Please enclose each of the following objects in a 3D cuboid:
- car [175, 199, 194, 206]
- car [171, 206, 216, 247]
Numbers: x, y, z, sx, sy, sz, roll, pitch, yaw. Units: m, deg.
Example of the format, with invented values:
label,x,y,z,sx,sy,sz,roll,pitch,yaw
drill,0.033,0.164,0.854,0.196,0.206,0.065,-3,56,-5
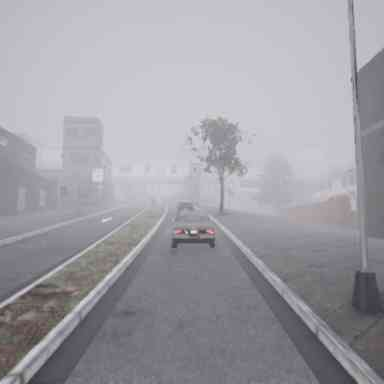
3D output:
label,x,y,z,sx,sy,sz,roll,pitch,yaw
car,-0.825,1.550,38.345,1.837,1.490,4.892,0,0,-3
car,0.032,1.568,15.155,2.033,1.411,5.357,0,0,-1
